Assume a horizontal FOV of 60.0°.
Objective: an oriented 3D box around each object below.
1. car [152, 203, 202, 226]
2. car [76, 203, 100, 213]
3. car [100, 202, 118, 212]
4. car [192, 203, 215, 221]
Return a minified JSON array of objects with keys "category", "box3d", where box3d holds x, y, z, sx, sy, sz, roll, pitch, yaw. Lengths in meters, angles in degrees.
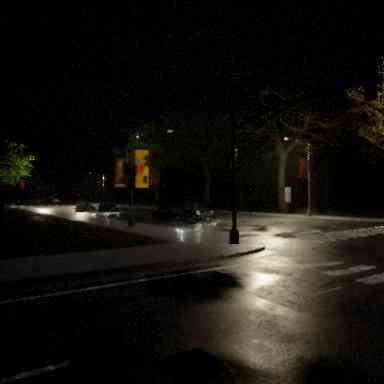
[{"category":"car","box3d":[-1.609,1.978,28.245,1.882,1.535,5.008,-1,0,-35]},{"category":"car","box3d":[-15.295,2.299,47.871,1.994,1.385,4.181,-1,0,-34]},{"category":"car","box3d":[-12.594,2.233,49.680,1.812,1.442,4.674,-1,0,-35]},{"category":"car","box3d":[0.133,1.841,31.424,2.097,1.767,4.553,-1,0,-35]}]
